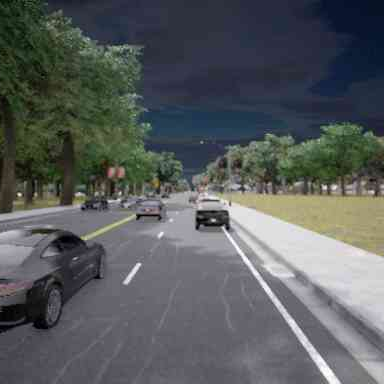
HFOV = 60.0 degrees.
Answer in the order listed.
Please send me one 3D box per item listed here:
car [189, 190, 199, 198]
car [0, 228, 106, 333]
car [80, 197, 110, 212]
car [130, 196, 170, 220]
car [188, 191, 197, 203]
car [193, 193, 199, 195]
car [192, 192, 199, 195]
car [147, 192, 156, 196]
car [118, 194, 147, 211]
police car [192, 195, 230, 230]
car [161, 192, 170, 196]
[{"bbox_3d":[0.503,0.491,74.358,2.097,1.767,4.553,0,0,0],"label":"car"},{"bbox_3d":[-3.105,1.449,6.632,1.812,1.442,4.674,0,1,0],"label":"car"},{"bbox_3d":[-9.622,1.203,33.244,1.994,1.385,4.181,0,1,0],"label":"car"},{"bbox_3d":[-2.984,1.274,25.057,2.033,1.411,5.357,0,1,0],"label":"car"},{"bbox_3d":[0.369,0.994,54.583,2.033,1.411,5.357,0,0,0],"label":"car"},{"bbox_3d":[1.174,1.136,29.629,1.801,1.575,5.366,0,1,0],"label":"car"},{"bbox_3d":[1.215,1.075,35.629,1.801,1.575,5.366,0,1,0],"label":"car"},{"bbox_3d":[-9.246,0.728,74.598,1.882,1.535,5.008,0,0,0],"label":"car"},{"bbox_3d":[-6.361,1.116,34.796,2.128,1.511,4.902,0,1,0],"label":"car"},{"bbox_3d":[1.106,1.212,19.549,1.930,1.638,5.238,0,1,0],"label":"police car"},{"bbox_3d":[-5.990,0.776,75.411,2.033,1.411,5.357,0,0,0],"label":"car"}]
